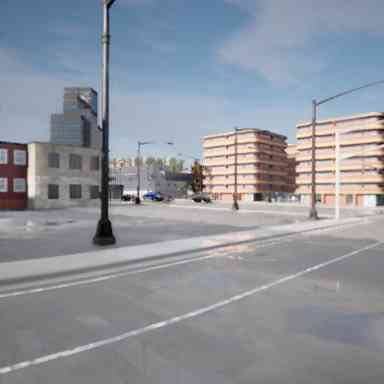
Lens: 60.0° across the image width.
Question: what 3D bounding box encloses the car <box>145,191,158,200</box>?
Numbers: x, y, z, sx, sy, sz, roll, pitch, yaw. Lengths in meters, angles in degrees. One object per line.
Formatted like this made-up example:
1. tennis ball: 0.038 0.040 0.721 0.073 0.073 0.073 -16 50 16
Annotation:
1. car: -9.400 0.879 78.537 5.566 2.045 2.150 1 0 44

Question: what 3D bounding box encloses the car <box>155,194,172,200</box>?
1. car: -6.950 1.241 81.031 4.181 1.385 1.994 1 0 44

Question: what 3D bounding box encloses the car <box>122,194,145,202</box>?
1. car: -12.181 1.242 66.608 4.892 1.490 1.837 1 0 44

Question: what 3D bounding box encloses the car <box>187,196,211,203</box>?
1. car: 1.704 1.492 67.795 4.892 1.490 1.837 2 1 44

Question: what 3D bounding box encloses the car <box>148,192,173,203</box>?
1. car: -5.828 1.346 65.282 4.902 1.511 2.128 1 0 45

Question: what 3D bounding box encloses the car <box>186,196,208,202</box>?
1. car: 1.123 1.525 73.220 4.718 1.301 1.895 1 0 44
